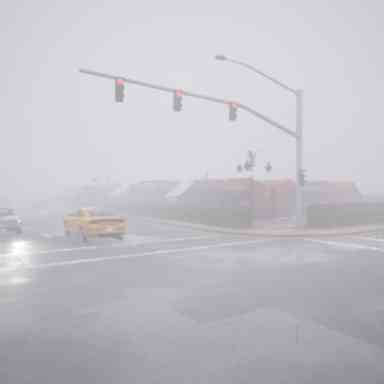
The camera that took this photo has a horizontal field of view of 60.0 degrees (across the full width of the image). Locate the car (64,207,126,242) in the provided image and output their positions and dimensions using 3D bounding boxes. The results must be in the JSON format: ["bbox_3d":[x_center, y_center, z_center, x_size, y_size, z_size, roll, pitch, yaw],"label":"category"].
[{"bbox_3d":[-4.947,1.478,16.532,1.882,1.535,5.008,0,0,-34],"label":"car"}]

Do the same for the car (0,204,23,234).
[{"bbox_3d":[-10.726,1.574,18.514,1.895,1.301,4.718,0,0,-35],"label":"car"}]

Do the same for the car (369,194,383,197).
[{"bbox_3d":[30.901,1.326,56.758,1.932,1.855,4.605,0,0,-35],"label":"car"}]

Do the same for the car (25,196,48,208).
[{"bbox_3d":[-21.729,1.451,46.863,1.812,1.442,4.674,0,0,-35],"label":"car"}]

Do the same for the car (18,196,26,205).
[{"bbox_3d":[-27.709,1.424,55.265,1.812,1.442,4.674,0,0,-35],"label":"car"}]

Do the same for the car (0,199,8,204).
[{"bbox_3d":[-15.765,1.514,25.748,1.994,1.385,4.181,0,0,-34],"label":"car"}]

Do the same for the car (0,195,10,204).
[{"bbox_3d":[-30.280,1.238,52.835,2.097,1.767,4.553,0,0,-35],"label":"car"}]
